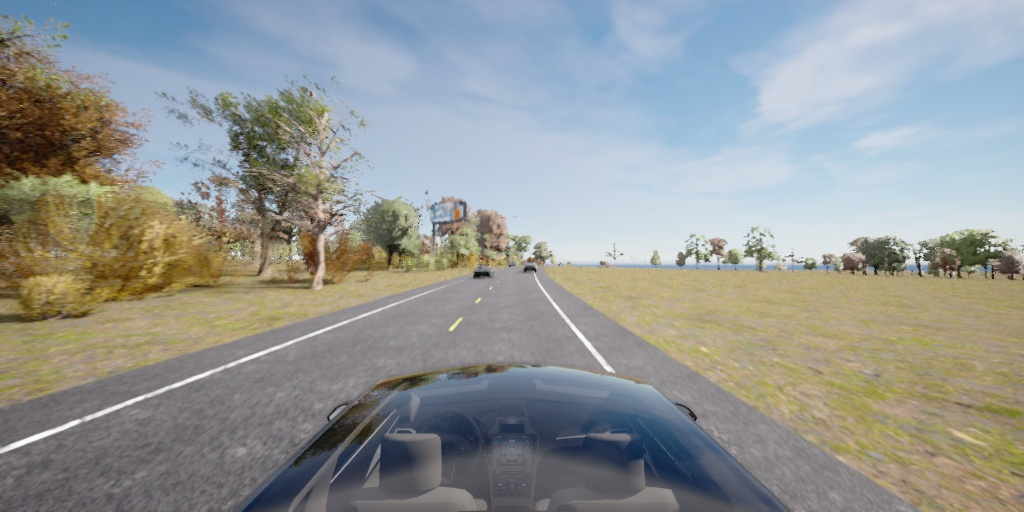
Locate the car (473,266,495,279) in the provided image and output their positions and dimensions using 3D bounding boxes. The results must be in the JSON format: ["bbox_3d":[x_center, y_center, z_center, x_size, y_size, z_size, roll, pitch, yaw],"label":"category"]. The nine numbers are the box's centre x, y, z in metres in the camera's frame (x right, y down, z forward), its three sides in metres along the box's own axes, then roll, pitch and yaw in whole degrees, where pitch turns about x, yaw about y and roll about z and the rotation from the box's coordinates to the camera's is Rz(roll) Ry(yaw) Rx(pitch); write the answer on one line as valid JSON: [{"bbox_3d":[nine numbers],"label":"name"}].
[{"bbox_3d":[-2.831,1.663,36.933,1.895,1.301,4.718,0,-1,3],"label":"car"}]

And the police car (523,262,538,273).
[{"bbox_3d":[2.727,1.668,54.150,1.930,1.638,5.238,0,-1,4],"label":"police car"}]
